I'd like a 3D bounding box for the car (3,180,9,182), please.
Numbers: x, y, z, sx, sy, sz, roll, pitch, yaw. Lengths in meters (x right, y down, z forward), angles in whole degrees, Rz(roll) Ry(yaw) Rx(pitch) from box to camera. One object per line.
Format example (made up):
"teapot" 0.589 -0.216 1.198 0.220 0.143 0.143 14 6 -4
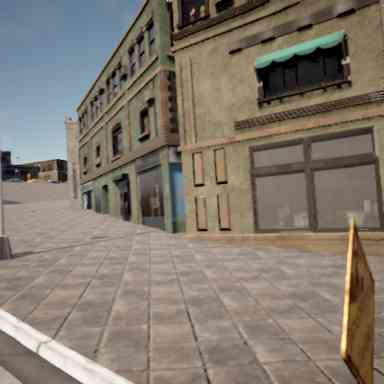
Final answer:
"car" -47.092 -2.716 78.908 2.231 1.521 4.892 -6 -3 33

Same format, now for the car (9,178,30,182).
"car" -44.117 -2.670 83.591 2.002 1.452 4.674 -5 -3 32
